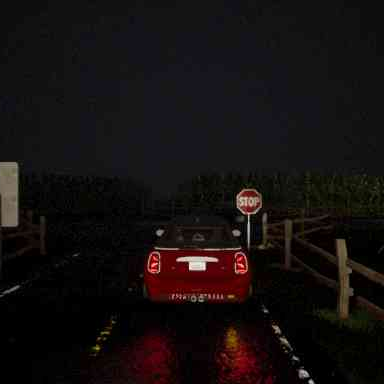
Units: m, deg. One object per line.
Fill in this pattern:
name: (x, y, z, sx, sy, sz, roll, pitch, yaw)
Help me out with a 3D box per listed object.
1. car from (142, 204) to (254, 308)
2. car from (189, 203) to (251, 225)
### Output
car: (0.150, 1.351, 8.096, 2.097, 1.767, 4.553, 0, 0, 1)
car: (1.918, 1.527, 23.753, 4.181, 1.385, 1.994, 0, 0, 0)
